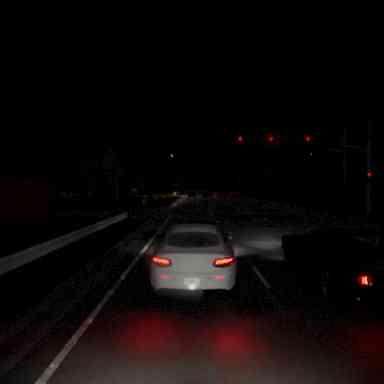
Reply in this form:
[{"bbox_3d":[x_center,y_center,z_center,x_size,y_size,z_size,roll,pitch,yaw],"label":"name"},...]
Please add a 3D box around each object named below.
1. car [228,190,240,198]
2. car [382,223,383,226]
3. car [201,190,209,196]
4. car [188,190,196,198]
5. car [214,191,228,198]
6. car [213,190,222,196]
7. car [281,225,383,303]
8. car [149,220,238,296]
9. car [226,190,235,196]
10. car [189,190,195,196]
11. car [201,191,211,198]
[{"bbox_3d":[10.514,0.585,80.796,1.882,1.535,5.008,0,1,0],"label":"car"},{"bbox_3d":[7.068,1.129,8.343,2.150,2.045,5.566,0,1,0],"label":"car"},{"bbox_3d":[3.516,0.359,91.215,2.128,1.511,4.902,0,1,0],"label":"car"},{"bbox_3d":[0.014,0.647,80.798,2.033,1.411,5.357,0,1,0],"label":"car"},{"bbox_3d":[7.014,0.459,81.182,2.097,1.767,4.553,0,1,0],"label":"car"},{"bbox_3d":[7.016,0.359,91.215,2.128,1.511,4.902,0,1,0],"label":"car"},{"bbox_3d":[3.564,1.513,7.934,1.895,1.301,4.718,0,1,0],"label":"car"},{"bbox_3d":[0.075,1.433,8.325,1.812,1.442,4.674,0,1,2],"label":"car"},{"bbox_3d":[10.516,0.312,91.214,1.882,1.535,5.008,0,1,0],"label":"car"},{"bbox_3d":[0.016,0.334,91.216,1.837,1.490,4.892,0,1,0],"label":"car"},{"bbox_3d":[3.514,0.459,81.183,2.097,1.767,4.553,0,1,0],"label":"car"}]
